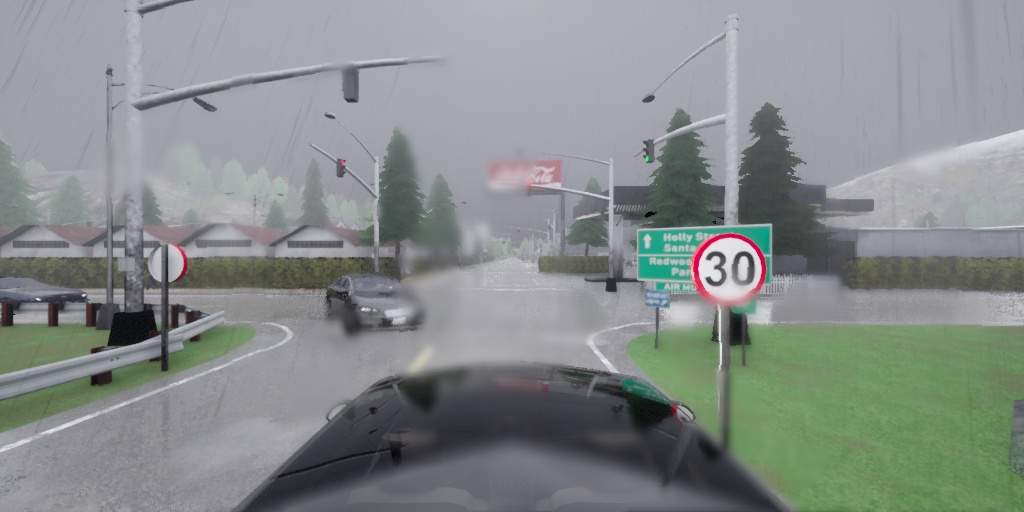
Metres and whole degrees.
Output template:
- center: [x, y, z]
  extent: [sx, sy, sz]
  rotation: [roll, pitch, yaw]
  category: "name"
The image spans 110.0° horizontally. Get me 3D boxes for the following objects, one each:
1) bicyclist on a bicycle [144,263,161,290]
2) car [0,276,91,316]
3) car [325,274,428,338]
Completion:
- center: [-21.674, 1.243, 21.323]
  extent: [0.582, 1.620, 1.656]
  rotation: [0, 0, 1]
  category: "bicyclist on a bicycle"
- center: [-19.812, 1.488, 13.814]
  extent: [5.357, 1.411, 2.033]
  rotation: [0, 0, 1]
  category: "car"
- center: [-4.084, 1.292, 10.442]
  extent: [2.128, 1.511, 4.902]
  rotation: [4, -2, -37]
  category: "car"
